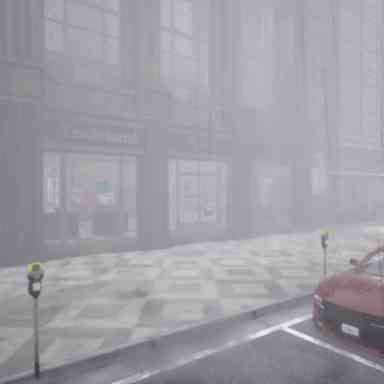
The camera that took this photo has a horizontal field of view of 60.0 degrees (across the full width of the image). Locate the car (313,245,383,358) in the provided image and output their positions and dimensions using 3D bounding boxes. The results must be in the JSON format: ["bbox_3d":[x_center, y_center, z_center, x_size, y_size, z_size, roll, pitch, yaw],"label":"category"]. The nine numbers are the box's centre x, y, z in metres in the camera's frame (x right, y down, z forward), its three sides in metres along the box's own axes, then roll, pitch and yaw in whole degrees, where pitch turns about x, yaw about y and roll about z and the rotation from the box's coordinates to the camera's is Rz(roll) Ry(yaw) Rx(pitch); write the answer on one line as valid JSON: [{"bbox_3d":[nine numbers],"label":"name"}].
[{"bbox_3d":[3.878,1.539,5.614,4.507,1.381,1.887,0,0,-35],"label":"car"}]
